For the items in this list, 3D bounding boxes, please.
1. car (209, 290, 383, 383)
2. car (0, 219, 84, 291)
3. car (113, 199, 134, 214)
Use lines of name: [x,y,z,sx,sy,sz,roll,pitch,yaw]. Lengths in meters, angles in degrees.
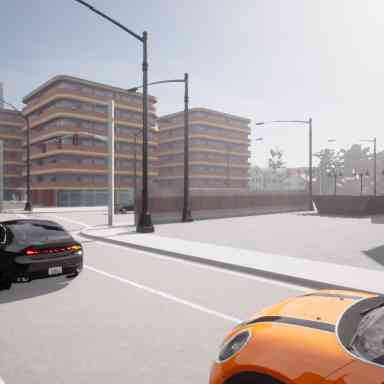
car: [2.302,1.352,2.314,4.553,1.767,2.097,0,0,40]
car: [-4.708,1.505,9.187,1.837,1.490,4.892,0,0,-43]
car: [-6.304,1.491,34.998,4.902,1.511,2.128,0,0,-44]
